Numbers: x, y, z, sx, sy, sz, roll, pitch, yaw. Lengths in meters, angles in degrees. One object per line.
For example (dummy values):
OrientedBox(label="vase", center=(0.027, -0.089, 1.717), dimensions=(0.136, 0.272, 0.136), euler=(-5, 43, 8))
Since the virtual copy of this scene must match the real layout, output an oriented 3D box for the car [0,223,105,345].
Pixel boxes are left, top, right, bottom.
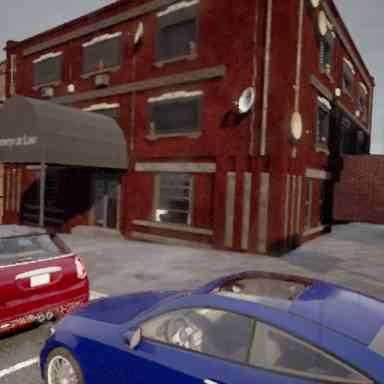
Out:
OrientedBox(label="car", center=(-4.113, 1.422, 6.460), dimensions=(4.553, 1.767, 2.185), euler=(-1, 0, 35))
